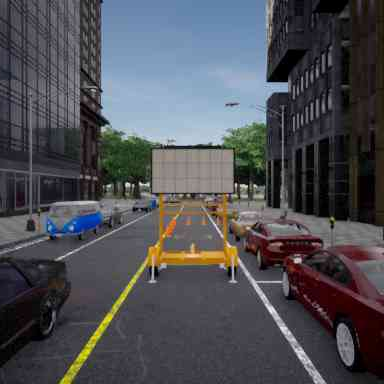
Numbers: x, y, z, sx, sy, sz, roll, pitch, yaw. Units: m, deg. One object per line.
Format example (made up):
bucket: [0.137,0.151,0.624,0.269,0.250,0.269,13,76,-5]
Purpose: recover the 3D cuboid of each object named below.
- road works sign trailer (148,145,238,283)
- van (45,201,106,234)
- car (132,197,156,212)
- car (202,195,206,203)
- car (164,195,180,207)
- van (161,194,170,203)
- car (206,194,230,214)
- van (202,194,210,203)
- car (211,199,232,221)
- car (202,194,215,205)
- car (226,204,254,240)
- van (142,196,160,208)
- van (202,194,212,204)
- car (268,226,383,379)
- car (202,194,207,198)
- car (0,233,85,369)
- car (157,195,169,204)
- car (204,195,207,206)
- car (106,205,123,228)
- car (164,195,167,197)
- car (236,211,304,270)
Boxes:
road works sign trailer: [0.026,0.464,9.640,2.380,3.560,2.880,0,0,0]
van: [-5.719,1.341,16.389,1.690,1.788,3.998,0,0,0]
car: [-5.659,1.571,38.139,1.947,1.339,4.313,0,0,0]
car: [2.896,1.554,48.990,1.887,1.381,4.507,0,0,0]
car: [-2.859,1.611,51.191,1.895,1.301,4.718,0,0,0]
van: [-5.569,1.363,70.764,1.690,1.788,3.998,0,0,0]
car: [2.851,1.318,32.678,2.192,1.841,5.009,0,0,0]
van: [2.956,1.363,70.740,1.690,1.788,3.998,0,0,0]
car: [2.837,1.527,27.410,1.752,1.417,4.829,0,0,0]
car: [2.926,1.330,59.866,2.192,1.841,5.009,0,0,0]
car: [2.807,1.526,16.535,1.752,1.417,4.829,0,0,0]
van: [-5.644,1.348,43.576,1.690,1.788,3.998,0,0,0]
van: [2.941,1.359,65.303,1.690,1.788,3.998,0,0,0]
car: [2.777,1.544,5.490,1.887,1.381,4.507,0,0,0]
car: [2.911,1.452,54.428,1.967,1.590,4.097,0,0,0]
car: [-3.090,1.547,3.783,2.033,1.411,5.357,0,0,0]
car: [-5.584,1.459,65.326,1.967,1.590,4.097,0,0,0]
car: [2.882,1.532,43.722,1.752,1.417,4.829,0,0,0]
car: [-5.704,1.552,21.826,2.008,1.369,4.403,0,0,0]
car: [-5.614,1.578,54.451,1.947,1.339,4.313,0,0,0]
car: [2.792,1.545,10.927,1.887,1.381,4.507,0,0,0]
